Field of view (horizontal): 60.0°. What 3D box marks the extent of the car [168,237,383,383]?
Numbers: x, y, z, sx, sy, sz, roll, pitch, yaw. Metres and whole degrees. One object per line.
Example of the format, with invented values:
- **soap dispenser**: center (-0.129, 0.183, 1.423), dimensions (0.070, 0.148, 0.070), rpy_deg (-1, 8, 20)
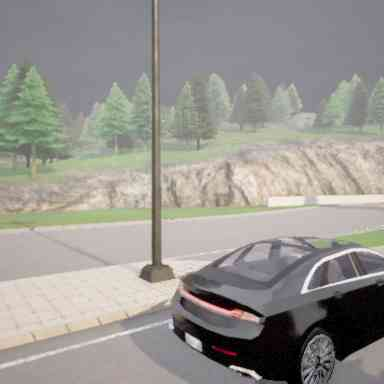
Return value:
- **car**: center (1.986, 1.458, 5.159), dimensions (4.902, 1.511, 2.128), rpy_deg (-1, 0, -35)
